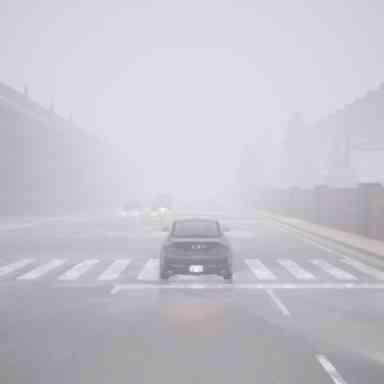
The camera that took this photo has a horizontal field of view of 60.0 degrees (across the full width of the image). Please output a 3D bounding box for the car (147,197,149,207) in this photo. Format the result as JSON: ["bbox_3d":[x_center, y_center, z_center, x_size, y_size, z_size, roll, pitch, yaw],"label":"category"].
[{"bbox_3d":[-7.171,1.437,49.741,1.882,1.535,5.008,0,0,-1],"label":"car"}]

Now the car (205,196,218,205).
[{"bbox_3d":[3.373,1.430,57.984,1.882,1.535,5.008,0,0,-1],"label":"car"}]

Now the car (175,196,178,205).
[{"bbox_3d":[-3.679,1.450,50.179,2.128,1.511,4.902,0,0,-1],"label":"car"}]

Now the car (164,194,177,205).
[{"bbox_3d":[-3.789,1.304,59.416,2.097,1.767,4.553,0,0,-1],"label":"car"}]

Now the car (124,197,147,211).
[{"bbox_3d":[-7.020,1.568,40.364,1.895,1.301,4.718,0,0,-1],"label":"car"}]

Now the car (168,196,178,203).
[{"bbox_3d":[-3.925,1.531,69.317,1.895,1.301,4.718,0,0,-1],"label":"car"}]

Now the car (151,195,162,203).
[{"bbox_3d":[-7.437,1.418,69.964,1.882,1.535,5.008,0,0,-1],"label":"car"}]

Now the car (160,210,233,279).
[{"bbox_3d":[0.120,1.496,9.966,1.837,1.490,4.892,0,0,0],"label":"car"}]

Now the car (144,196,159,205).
[{"bbox_3d":[-7.281,1.498,59.698,2.033,1.411,5.357,0,0,0],"label":"car"}]

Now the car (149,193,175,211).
[{"bbox_3d":[-3.512,1.188,40.300,2.150,2.045,5.566,0,0,-1],"label":"car"}]
